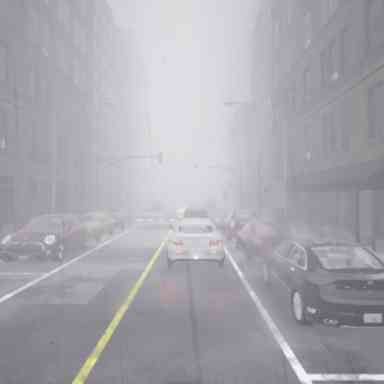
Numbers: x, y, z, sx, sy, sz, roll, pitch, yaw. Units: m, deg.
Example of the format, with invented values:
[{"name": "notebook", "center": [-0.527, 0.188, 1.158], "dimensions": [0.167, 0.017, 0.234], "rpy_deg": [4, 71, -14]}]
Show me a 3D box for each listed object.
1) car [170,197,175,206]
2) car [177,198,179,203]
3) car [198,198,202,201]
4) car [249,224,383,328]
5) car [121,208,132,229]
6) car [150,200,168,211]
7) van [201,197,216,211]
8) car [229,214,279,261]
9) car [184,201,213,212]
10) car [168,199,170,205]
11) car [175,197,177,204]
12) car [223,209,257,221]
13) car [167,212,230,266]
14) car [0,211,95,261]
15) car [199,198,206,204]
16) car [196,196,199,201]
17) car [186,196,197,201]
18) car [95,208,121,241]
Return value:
[{"name": "car", "center": [-5.245, 2.348, 73.243], "dimensions": [1.752, 1.417, 4.829], "rpy_deg": [0, -1, 0]}, {"name": "car", "center": [-5.210, 2.571, 90.457], "dimensions": [1.947, 1.339, 4.313], "rpy_deg": [0, -1, 0]}, {"name": "car", "center": [2.781, 2.408, 73.403], "dimensions": [1.802, 1.307, 4.206], "rpy_deg": [0, -1, 0]}, {"name": "car", "center": [2.648, 1.633, 7.044], "dimensions": [2.008, 1.369, 4.403], "rpy_deg": [0, -1, 0]}, {"name": "car", "center": [-5.344, 1.819, 23.607], "dimensions": [2.008, 1.369, 4.403], "rpy_deg": [0, -1, 0]}, {"name": "car", "center": [-5.290, 2.123, 50.687], "dimensions": [2.008, 1.369, 4.403], "rpy_deg": [0, -1, 0]}, {"name": "van", "center": [2.735, 1.915, 50.682], "dimensions": [1.690, 1.788, 3.998], "rpy_deg": [0, -1, 0]}, {"name": "car", "center": [2.659, 1.726, 12.562], "dimensions": [1.802, 1.307, 4.206], "rpy_deg": [0, -1, 0]}, {"name": "car", "center": [0.472, 1.790, 27.502], "dimensions": [1.882, 1.535, 5.008], "rpy_deg": [0, -1, 6]}, {"name": "car", "center": [-5.278, 2.181, 56.368], "dimensions": [1.887, 1.381, 4.507], "rpy_deg": [0, -1, 0]}, {"name": "car", "center": [-5.233, 2.451, 79.094], "dimensions": [1.947, 1.339, 4.313], "rpy_deg": [0, -1, 0]}, {"name": "car", "center": [2.670, 1.647, 18.083], "dimensions": [1.967, 1.590, 4.097], "rpy_deg": [0, -1, 0]}, {"name": "car", "center": [0.118, 1.663, 11.983], "dimensions": [1.812, 1.442, 4.674], "rpy_deg": [0, 0, 0]}, {"name": "car", "center": [-5.366, 1.583, 12.573], "dimensions": [1.967, 1.590, 4.097], "rpy_deg": [0, -1, 0]}, {"name": "car", "center": [2.815, 2.446, 90.447], "dimensions": [1.967, 1.590, 4.097], "rpy_deg": [0, -1, 0]}, {"name": "car", "center": [2.792, 2.201, 79.087], "dimensions": [2.192, 1.841, 5.009], "rpy_deg": [0, -1, 0]}, {"name": "car", "center": [0.158, 2.254, 80.785], "dimensions": [2.097, 1.767, 4.553], "rpy_deg": [0, -1, 0]}, {"name": "car", "center": [-5.355, 1.729, 17.919], "dimensions": [1.752, 1.417, 4.829], "rpy_deg": [0, -1, 0]}]
